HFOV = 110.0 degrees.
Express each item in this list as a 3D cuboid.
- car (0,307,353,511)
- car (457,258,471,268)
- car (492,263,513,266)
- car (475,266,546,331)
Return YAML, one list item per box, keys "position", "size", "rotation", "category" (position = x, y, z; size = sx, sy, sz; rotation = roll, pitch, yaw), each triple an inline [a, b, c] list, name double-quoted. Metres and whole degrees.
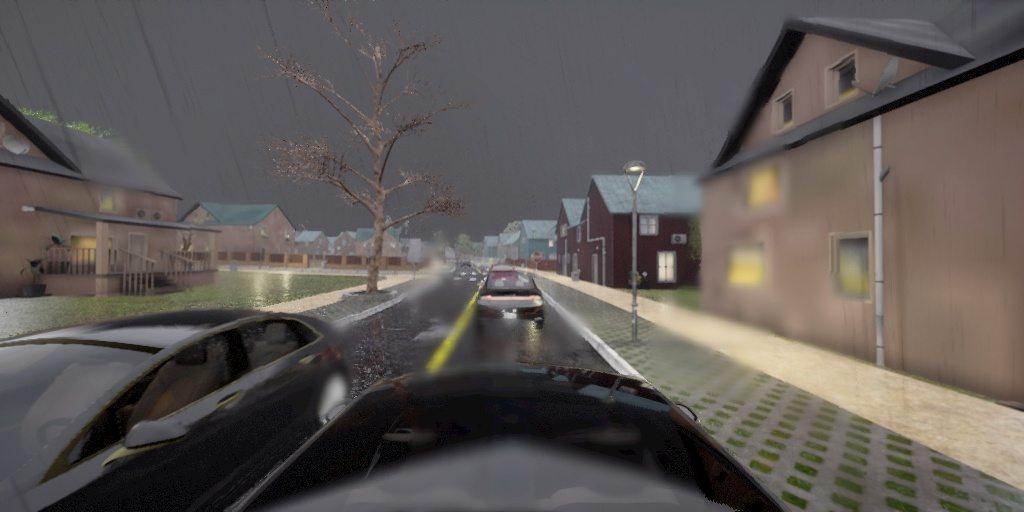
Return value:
- position: [-2.892, 1.254, 2.630]
  size: [1.837, 1.490, 4.892]
  rotation: [0, 0, 0]
  category: "car"
- position: [-7.969, 1.233, 61.662]
  size: [2.033, 1.411, 5.357]
  rotation: [0, 0, -9]
  category: "car"
- position: [-0.642, 1.208, 23.337]
  size: [1.882, 1.535, 5.008]
  rotation: [0, 0, -4]
  category: "car"
- position: [-0.079, 1.232, 10.972]
  size: [2.128, 1.511, 4.902]
  rotation: [0, 0, -1]
  category: "car"
